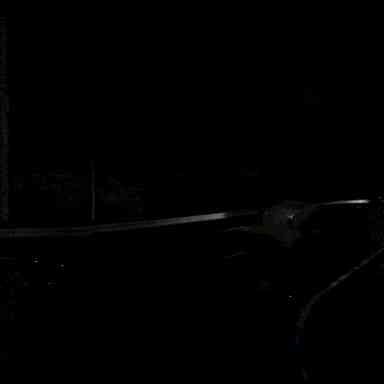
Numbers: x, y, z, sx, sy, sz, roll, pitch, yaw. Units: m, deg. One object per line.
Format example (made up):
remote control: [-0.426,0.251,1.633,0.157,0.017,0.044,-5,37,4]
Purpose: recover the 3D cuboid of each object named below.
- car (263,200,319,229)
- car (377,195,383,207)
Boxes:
car: [5.926,1.223,19.386,1.812,1.442,4.674,2,2,40]
car: [23.828,0.716,37.492,5.566,2.045,2.150,1,1,-13]
